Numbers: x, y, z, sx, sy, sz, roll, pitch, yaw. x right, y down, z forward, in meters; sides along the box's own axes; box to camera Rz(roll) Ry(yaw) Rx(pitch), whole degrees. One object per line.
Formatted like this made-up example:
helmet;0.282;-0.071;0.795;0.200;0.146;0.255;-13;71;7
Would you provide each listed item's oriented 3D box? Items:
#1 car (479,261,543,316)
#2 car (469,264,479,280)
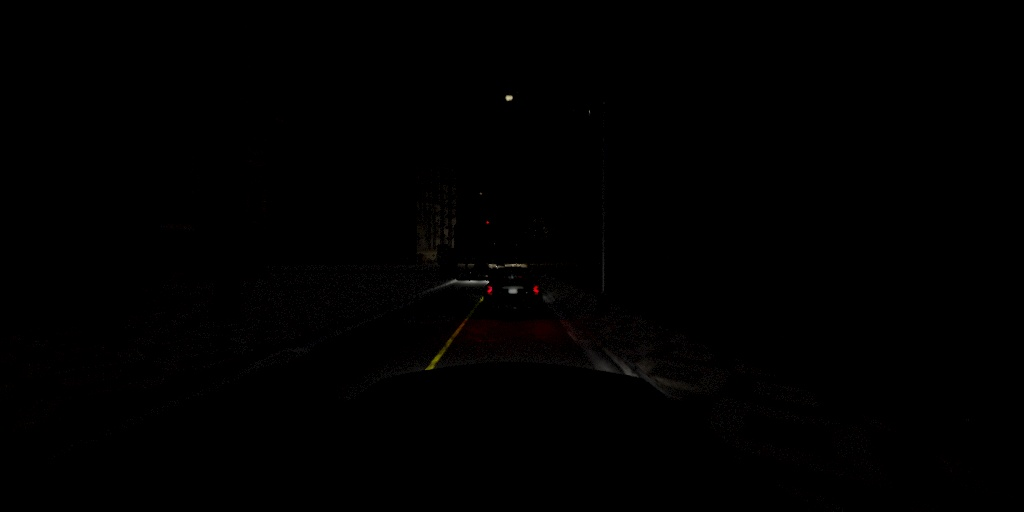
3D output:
car;0.050;1.216;14.151;2.097;1.767;4.553;0;-1;0
car;-3.035;1.556;35.003;1.837;1.490;4.892;0;-1;0
